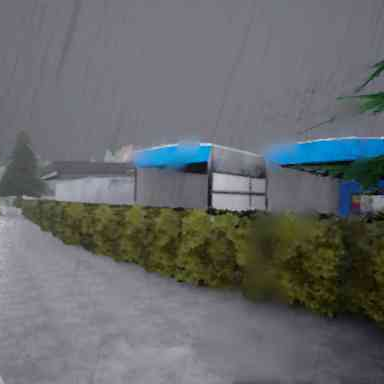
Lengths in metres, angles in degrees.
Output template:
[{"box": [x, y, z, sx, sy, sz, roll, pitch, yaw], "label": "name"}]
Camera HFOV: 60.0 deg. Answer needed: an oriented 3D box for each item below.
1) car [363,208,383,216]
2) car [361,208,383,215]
[{"box": [41.042, 4.448, 74.879, 5.027, 1.636, 2.152, 2, -2, -32], "label": "car"}, {"box": [30.460, 3.807, 57.505, 4.514, 1.523, 2.007, 2, -2, -32], "label": "car"}]
